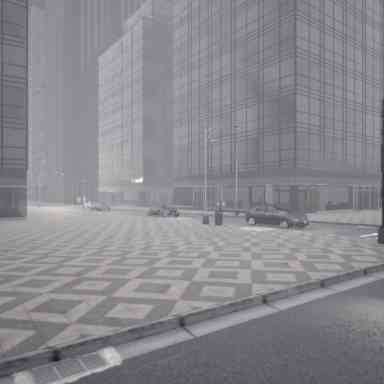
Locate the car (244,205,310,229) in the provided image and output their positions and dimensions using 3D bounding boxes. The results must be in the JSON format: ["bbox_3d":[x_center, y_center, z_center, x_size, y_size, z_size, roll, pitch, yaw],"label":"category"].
[{"bbox_3d":[5.808,1.719,23.196,1.837,1.490,4.892,0,0,-36],"label":"car"}]

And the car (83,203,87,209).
[{"bbox_3d":[-19.178,2.476,63.097,1.812,1.442,4.674,0,-1,-36],"label":"car"}]

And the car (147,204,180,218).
[{"bbox_3d":[-3.098,2.012,35.482,1.994,1.385,4.181,0,-1,-36],"label":"car"}]

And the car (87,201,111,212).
[{"bbox_3d":[-14.012,2.302,50.693,1.812,1.442,4.674,0,-1,-36],"label":"car"}]
